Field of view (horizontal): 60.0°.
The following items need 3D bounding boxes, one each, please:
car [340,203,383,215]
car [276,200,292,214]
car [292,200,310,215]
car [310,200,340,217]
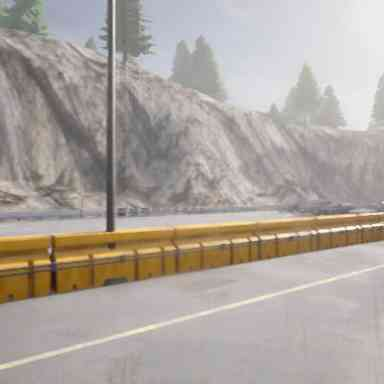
[{"bbox_3d":[14.508,1.595,26.261,5.357,1.411,2.033,0,0,-30],"label":"car"},{"bbox_3d":[11.422,1.582,36.523,4.674,1.442,1.812,0,0,-29],"label":"car"},{"bbox_3d":[12.732,1.559,33.247,4.892,1.490,1.837,0,0,-29],"label":"car"},{"bbox_3d":[13.052,1.651,29.445,4.718,1.301,1.895,0,0,-30],"label":"car"}]
